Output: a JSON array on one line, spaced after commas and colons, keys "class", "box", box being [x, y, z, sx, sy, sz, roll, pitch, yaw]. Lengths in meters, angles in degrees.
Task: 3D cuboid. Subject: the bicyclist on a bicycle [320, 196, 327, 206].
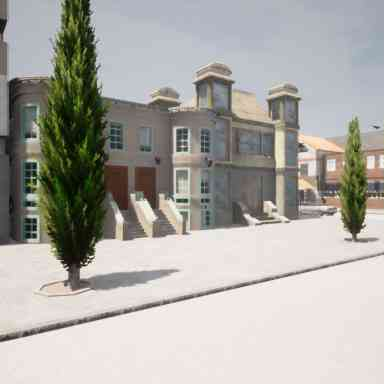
[{"class": "bicyclist on a bicycle", "box": [16.051, 1.349, 40.717, 1.656, 1.620, 0.582, 0, 0, -35]}]

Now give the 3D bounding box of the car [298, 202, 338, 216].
[{"class": "car", "box": [11.692, 1.601, 32.364, 1.895, 1.301, 4.718, 0, 0, -35]}]
